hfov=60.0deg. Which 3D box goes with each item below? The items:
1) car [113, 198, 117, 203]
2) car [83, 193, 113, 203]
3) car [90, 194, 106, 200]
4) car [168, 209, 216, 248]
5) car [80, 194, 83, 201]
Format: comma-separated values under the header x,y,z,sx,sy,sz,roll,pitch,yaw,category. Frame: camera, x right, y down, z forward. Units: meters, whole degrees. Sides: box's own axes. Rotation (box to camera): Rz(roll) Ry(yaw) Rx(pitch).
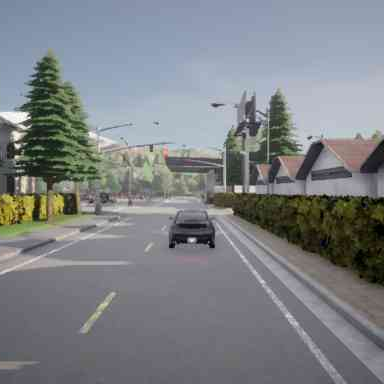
x,y,z,sx,sy,sz,roll,pitch,yaw,category
-16.184,1.360,62.818,3.806,1.475,1.970,0,0,-1,car
-16.776,1.076,59.490,3.866,1.878,1.905,0,0,-1,car
-24.043,1.319,85.183,3.633,1.501,1.845,0,0,-1,car
0.000,1.516,14.650,1.837,1.490,4.892,0,0,0,car
-24.026,1.297,75.190,4.514,1.523,2.007,0,0,-1,car
